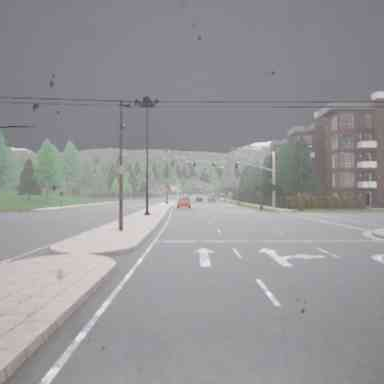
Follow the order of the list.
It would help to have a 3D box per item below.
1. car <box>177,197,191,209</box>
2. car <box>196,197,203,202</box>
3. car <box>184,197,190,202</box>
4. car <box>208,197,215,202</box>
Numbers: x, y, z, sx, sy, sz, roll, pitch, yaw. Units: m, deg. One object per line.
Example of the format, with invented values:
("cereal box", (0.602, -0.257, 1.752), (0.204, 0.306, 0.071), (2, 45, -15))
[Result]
("car", (-1.288, 1.740, 53.865), (2.097, 1.767, 4.553), (0, 0, -1))
("car", (2.075, 2.163, 95.208), (1.882, 1.535, 5.008), (0, 0, 0))
("car", (-1.425, 2.207, 94.865), (1.812, 1.442, 4.674), (0, 0, 0))
("car", (5.575, 2.224, 95.210), (2.033, 1.411, 5.357), (0, 0, 0))
